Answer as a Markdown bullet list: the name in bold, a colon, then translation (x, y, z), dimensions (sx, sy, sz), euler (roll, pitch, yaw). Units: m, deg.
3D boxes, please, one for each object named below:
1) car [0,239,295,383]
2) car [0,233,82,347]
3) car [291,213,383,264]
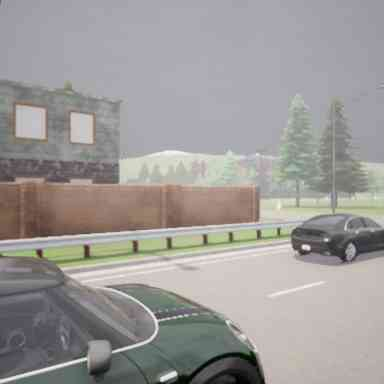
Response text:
- **car**: translation (-1.512, 1.353, 2.667), dimensions (4.553, 1.767, 2.097), euler (0, 0, -35)
- **car**: translation (-4.112, 1.562, 5.113), dimensions (4.181, 1.385, 1.994), euler (0, 0, -36)
- **car**: translation (5.649, 1.539, 12.101), dimensions (4.892, 1.490, 1.837), euler (0, 0, -35)
